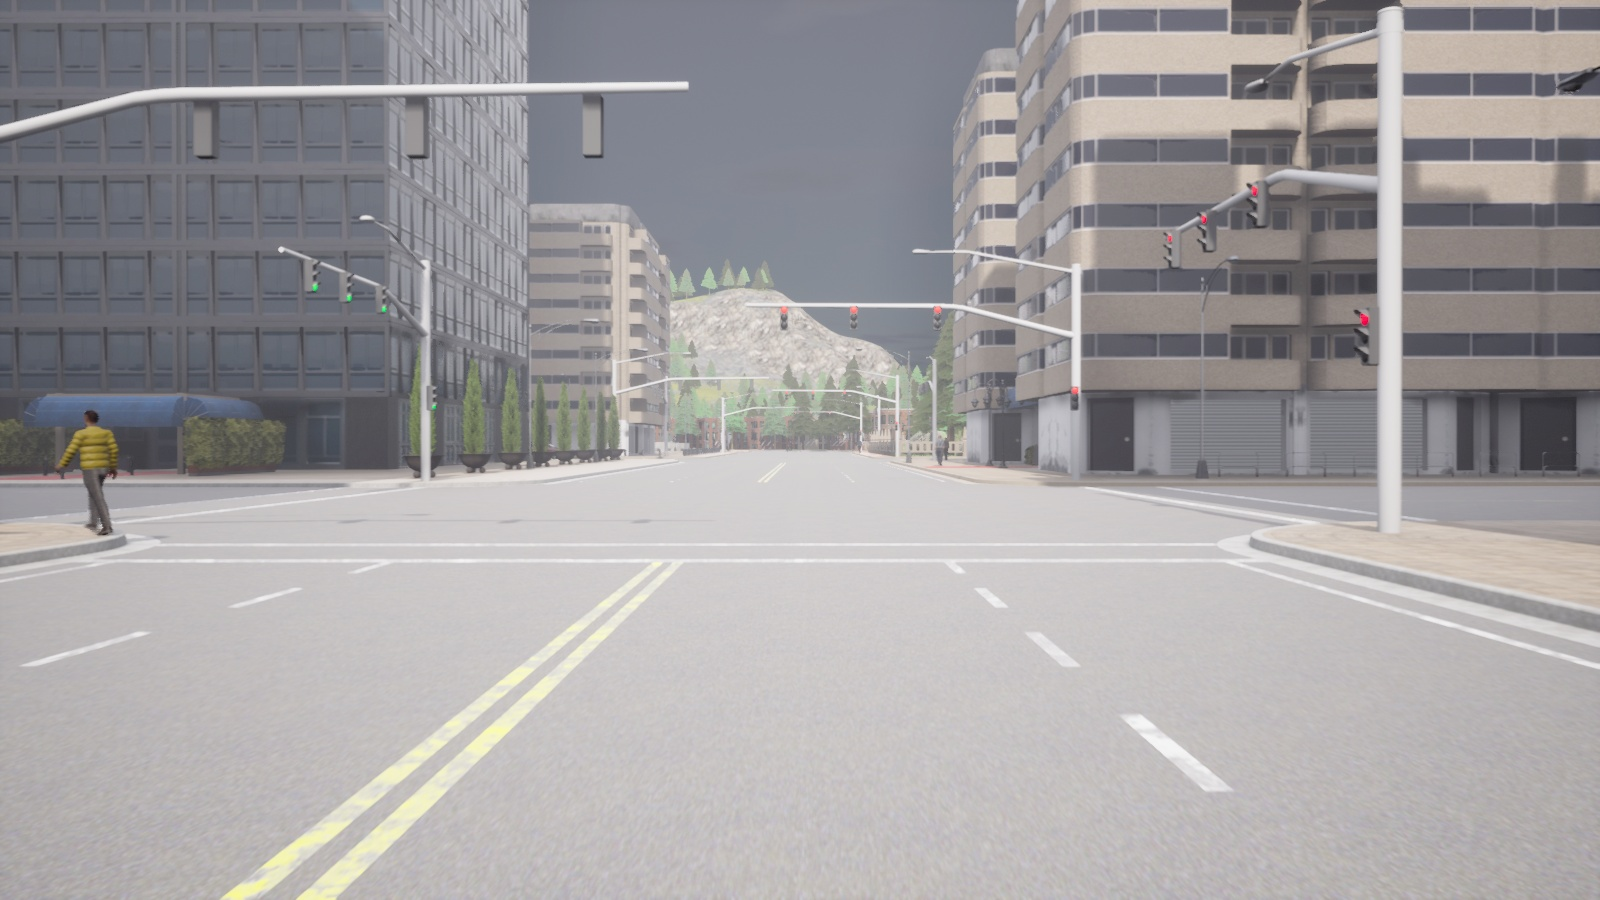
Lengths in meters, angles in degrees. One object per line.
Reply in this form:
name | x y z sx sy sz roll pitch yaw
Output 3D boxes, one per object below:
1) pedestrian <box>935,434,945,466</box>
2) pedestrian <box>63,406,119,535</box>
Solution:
pedestrian | 8.049 -0.002 72.126 0.540 1.848 0.694 0 0 1
pedestrian | -10.318 0.293 18.270 0.709 1.840 0.431 0 0 33
